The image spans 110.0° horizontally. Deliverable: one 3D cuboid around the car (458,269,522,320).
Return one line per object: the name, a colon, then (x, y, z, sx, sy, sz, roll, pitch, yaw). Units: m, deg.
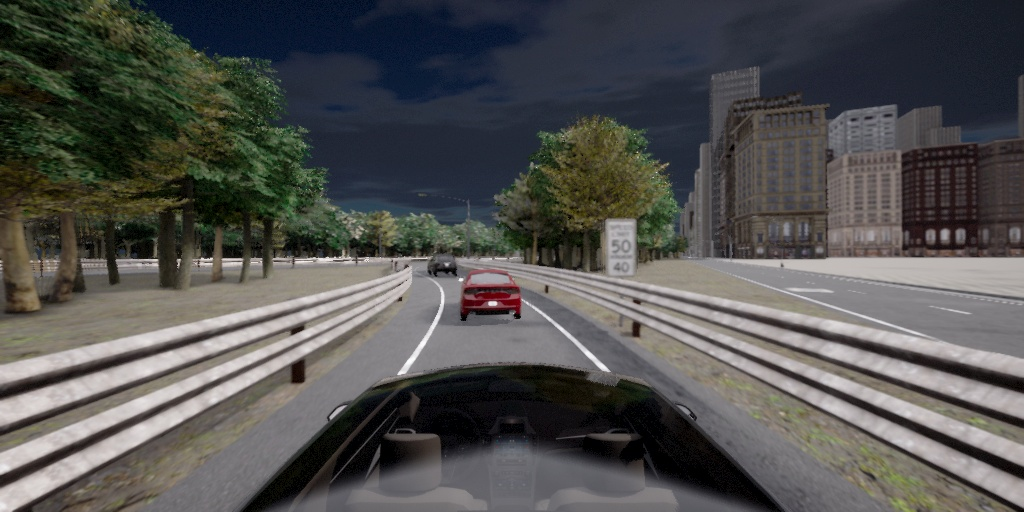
car: (-0.869, 1.210, 12.768, 1.882, 1.535, 5.008, 0, 0, -7)

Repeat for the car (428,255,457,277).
car: (-6.814, 0.871, 34.876, 2.150, 2.045, 5.566, 0, 1, -21)
